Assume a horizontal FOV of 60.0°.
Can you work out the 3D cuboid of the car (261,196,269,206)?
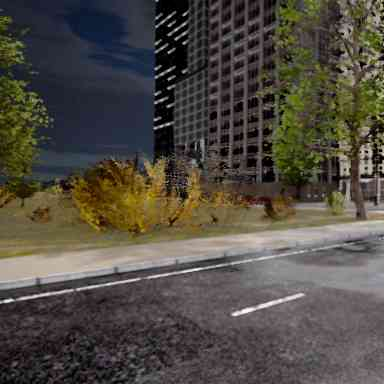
[{"bbox_3d":[9.343,1.387,52.236,1.812,1.442,4.674,1,0,-34],"label":"car"}]

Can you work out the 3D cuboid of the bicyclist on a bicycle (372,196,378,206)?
[{"bbox_3d":[27.674,1.375,50.180,1.656,1.620,0.582,1,0,-34],"label":"bicyclist on a bicycle"}]

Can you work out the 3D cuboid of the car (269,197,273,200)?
[{"bbox_3d":[12.077,1.432,53.999,1.812,1.442,4.674,1,0,-34],"label":"car"}]
